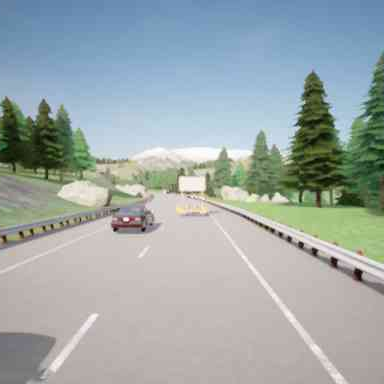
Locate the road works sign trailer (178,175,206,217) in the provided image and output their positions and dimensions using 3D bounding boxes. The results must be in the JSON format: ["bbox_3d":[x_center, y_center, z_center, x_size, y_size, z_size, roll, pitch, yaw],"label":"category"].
[{"bbox_3d":[0.018,0.325,29.354,2.380,3.560,2.880,0,0,-1],"label":"road works sign trailer"}]

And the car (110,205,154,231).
[{"bbox_3d":[-3.401,1.454,19.685,2.033,1.411,5.357,0,0,0],"label":"car"}]
